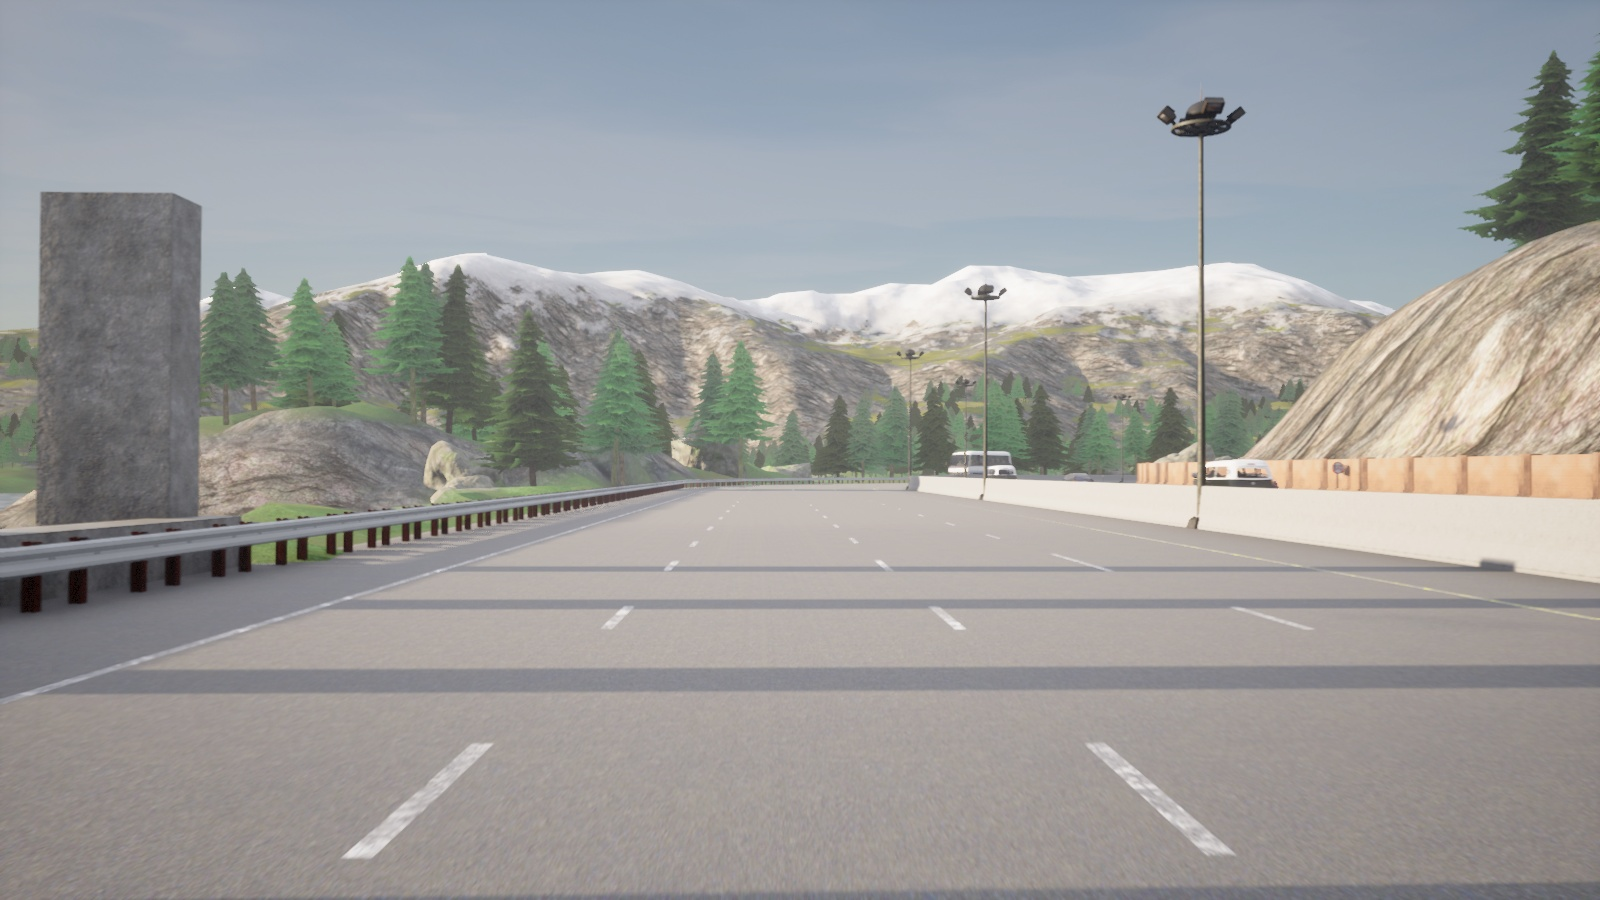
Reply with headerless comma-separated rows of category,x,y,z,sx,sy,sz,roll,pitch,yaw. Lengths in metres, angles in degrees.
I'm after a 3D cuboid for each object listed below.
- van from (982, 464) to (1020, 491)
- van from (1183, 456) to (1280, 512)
van,15.337,2.083,96.061,2.069,2.038,4.480,0,-1,-1
van,16.493,1.277,48.246,2.069,2.038,4.480,0,-1,-1
